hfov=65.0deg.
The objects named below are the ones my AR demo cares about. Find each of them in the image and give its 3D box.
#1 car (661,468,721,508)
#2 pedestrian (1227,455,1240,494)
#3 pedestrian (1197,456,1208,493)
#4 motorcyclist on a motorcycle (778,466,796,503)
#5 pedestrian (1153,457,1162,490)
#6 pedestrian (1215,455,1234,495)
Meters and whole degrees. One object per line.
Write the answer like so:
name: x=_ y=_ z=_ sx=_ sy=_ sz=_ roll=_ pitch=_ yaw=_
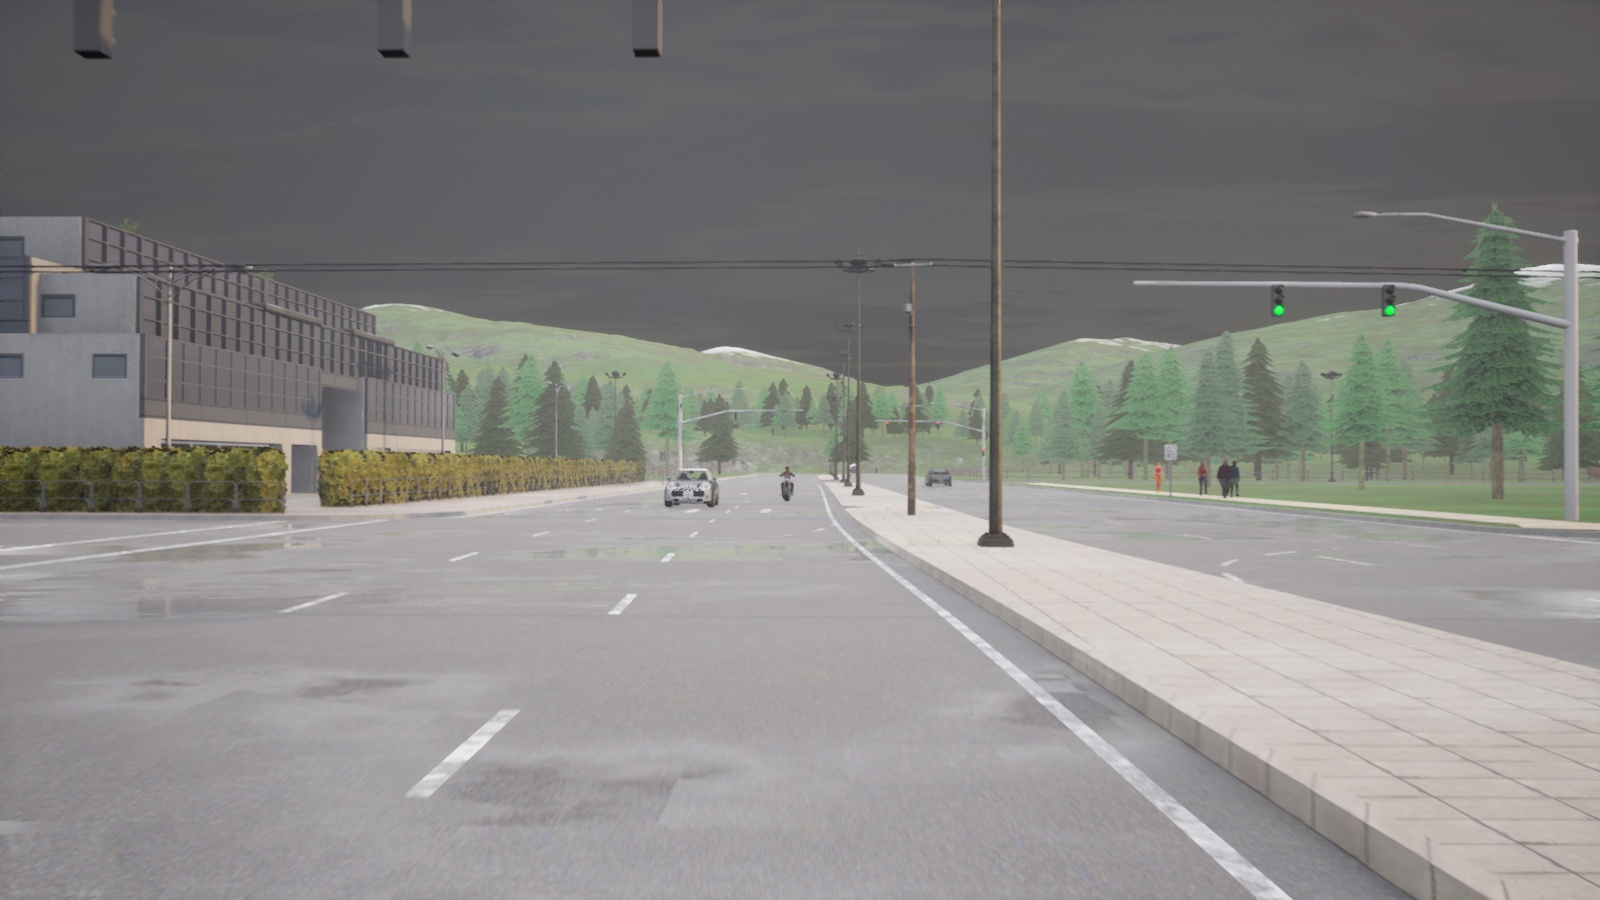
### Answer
car: x=-4.187 y=1.453 z=48.919 sx=1.970 sy=1.475 sz=3.806 roll=0 pitch=-1 yaw=1
pedestrian: x=20.398 y=1.161 z=59.065 sx=0.370 sy=1.835 sz=0.726 roll=0 pitch=-1 yaw=1
pedestrian: x=20.223 y=1.216 z=63.114 sx=0.331 sy=1.846 sz=0.636 roll=0 pitch=-1 yaw=2
motorcyclist on a motorcycle: x=-0.593 y=1.537 z=57.359 sx=0.766 sy=1.649 sz=2.350 roll=0 pitch=-1 yaw=1
pedestrian: x=19.989 y=1.313 z=70.199 sx=0.345 sy=1.836 sz=0.594 roll=0 pitch=-1 yaw=2
pedestrian: x=19.566 y=1.149 z=57.930 sx=0.634 sy=1.844 sz=0.899 roll=0 pitch=-1 yaw=5
